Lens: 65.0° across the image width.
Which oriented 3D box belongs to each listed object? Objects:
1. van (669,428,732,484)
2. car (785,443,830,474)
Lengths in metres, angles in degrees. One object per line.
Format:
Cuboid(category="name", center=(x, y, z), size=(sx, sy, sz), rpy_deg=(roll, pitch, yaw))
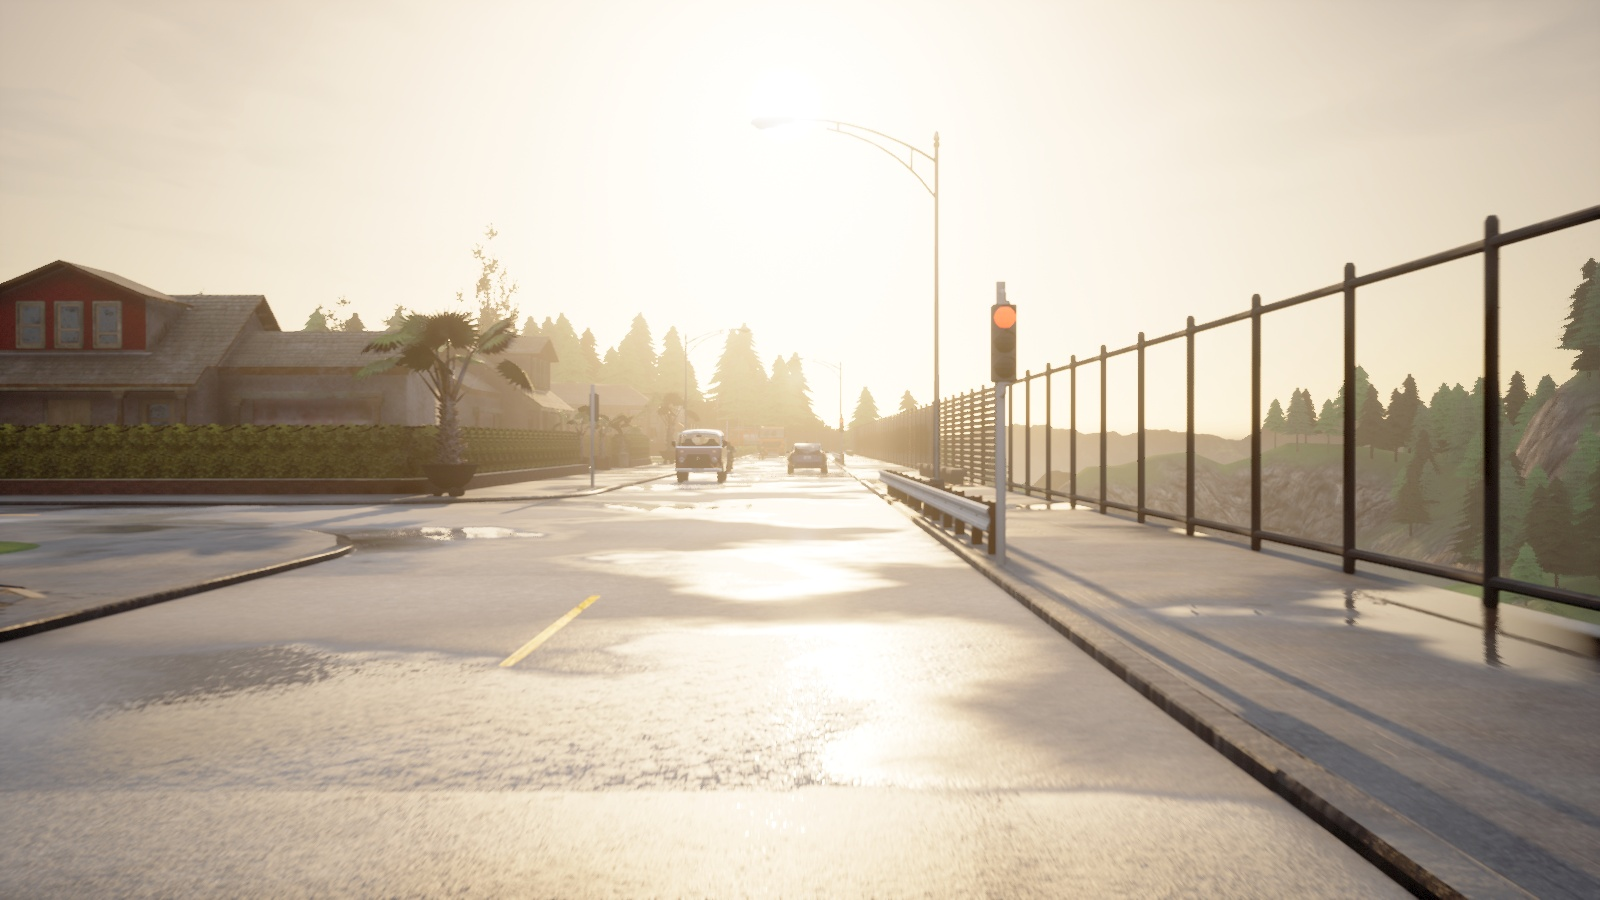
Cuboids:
Cuboid(category="van", center=(-3.740, 0.197, 47.913), size=(2.069, 2.038, 4.480), rpy_deg=(0, 0, 0))
Cuboid(category="car", center=(0.371, 0.392, 62.930), size=(2.163, 1.488, 4.792), rpy_deg=(0, 0, 0))
